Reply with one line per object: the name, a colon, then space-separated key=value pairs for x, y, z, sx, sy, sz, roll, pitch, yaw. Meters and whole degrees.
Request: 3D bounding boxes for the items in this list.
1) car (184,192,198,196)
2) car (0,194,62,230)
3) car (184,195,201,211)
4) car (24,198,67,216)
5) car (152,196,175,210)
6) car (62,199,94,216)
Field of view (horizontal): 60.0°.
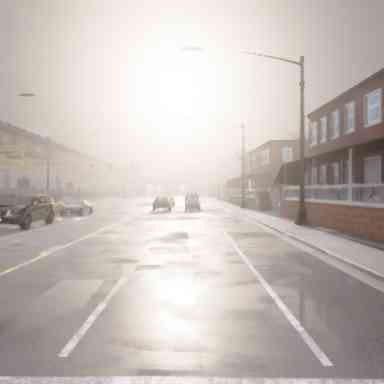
car: x=-0.009 y=1.065 z=50.153 sx=2.150 sy=2.045 sz=5.566 roll=0 pitch=0 yaw=0
car: x=-10.596 y=1.155 z=21.063 sx=2.150 sy=2.045 sz=5.566 roll=0 pitch=0 yaw=0
car: x=0.095 y=1.424 z=39.488 sx=2.033 sy=1.411 sz=5.357 roll=0 pitch=0 yaw=0
car: x=-14.047 y=1.376 z=32.204 sx=1.882 sy=1.535 sz=5.008 roll=0 pitch=0 yaw=1
car: x=-3.502 y=1.227 z=39.814 sx=2.097 sy=1.767 sz=4.553 roll=0 pitch=0 yaw=0
car: x=-10.563 y=1.429 z=30.859 sx=1.812 sy=1.442 sz=4.674 roll=0 pitch=0 yaw=0
